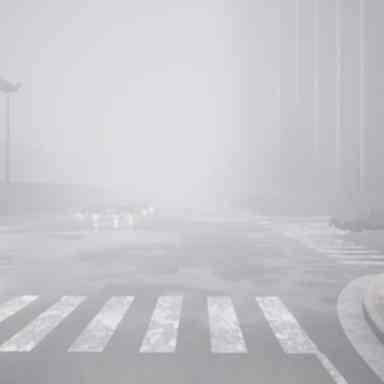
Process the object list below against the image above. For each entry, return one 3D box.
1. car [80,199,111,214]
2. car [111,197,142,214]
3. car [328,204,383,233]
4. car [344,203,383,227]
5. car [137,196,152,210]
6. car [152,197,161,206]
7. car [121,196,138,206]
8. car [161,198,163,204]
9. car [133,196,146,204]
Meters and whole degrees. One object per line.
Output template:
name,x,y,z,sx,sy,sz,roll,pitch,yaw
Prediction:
car,-10.399,1.537,35.558,1.812,1.442,4.674,0,0,0
car,-6.899,1.538,35.541,1.812,1.442,4.674,0,0,0
car,10.925,1.610,19.489,5.357,1.411,2.033,0,0,0
car,13.389,1.568,22.983,4.892,1.490,1.837,0,0,0
car,-6.843,1.540,44.521,1.812,1.442,4.674,0,0,0
car,-6.762,1.509,54.048,2.128,1.511,4.902,0,0,1
car,-10.245,1.496,54.991,1.882,1.535,5.008,0,0,1
car,-6.647,1.585,63.767,1.994,1.385,4.181,0,0,0
car,-10.140,1.547,65.037,1.812,1.442,4.674,0,0,0
